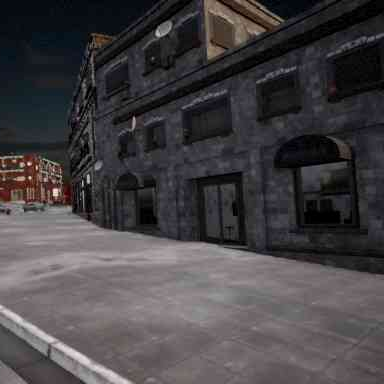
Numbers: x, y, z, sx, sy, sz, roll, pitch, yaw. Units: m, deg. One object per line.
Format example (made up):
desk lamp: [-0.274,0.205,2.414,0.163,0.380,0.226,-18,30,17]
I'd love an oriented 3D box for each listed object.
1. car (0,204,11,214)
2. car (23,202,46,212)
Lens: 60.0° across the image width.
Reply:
car: [-23.133,2.075,39.201,1.812,1.442,4.674,-3,-1,-5]
car: [-24.102,2.254,51.037,2.128,1.511,4.902,-3,-1,-3]
